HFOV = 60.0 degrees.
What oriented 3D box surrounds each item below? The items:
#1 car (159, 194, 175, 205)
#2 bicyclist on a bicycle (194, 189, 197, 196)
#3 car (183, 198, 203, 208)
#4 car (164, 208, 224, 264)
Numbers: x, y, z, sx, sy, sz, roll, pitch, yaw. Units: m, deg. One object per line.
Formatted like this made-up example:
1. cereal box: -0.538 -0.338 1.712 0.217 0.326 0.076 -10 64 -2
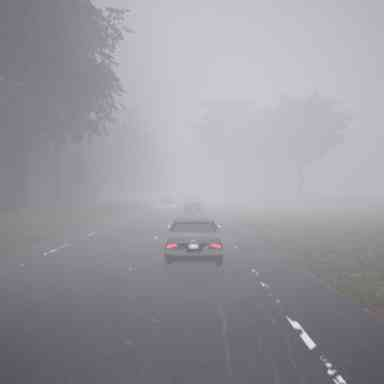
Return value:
1. car: -3.575 1.098 48.056 1.837 1.490 4.892 0 1 0
2. bicyclist on a bicycle: 0.972 0.267 89.123 0.866 1.612 1.509 0 1 0
3. car: 0.089 1.336 32.445 1.812 1.442 4.674 0 1 0
4. car: 0.069 1.529 11.660 2.033 1.411 5.357 0 0 0
